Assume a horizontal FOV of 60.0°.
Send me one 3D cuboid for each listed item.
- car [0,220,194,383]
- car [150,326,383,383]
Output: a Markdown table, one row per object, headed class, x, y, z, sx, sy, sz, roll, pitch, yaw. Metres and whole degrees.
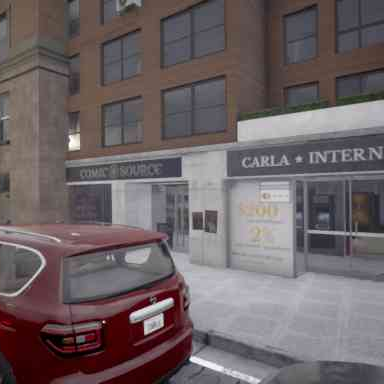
| class | x | y | z | sx | sy | sz | roll | pitch | yaw |
| --- | --- | --- | --- | --- | --- | --- | --- | --- | --- |
| car | -2.301 | 1.317 | 4.497 | 5.009 | 1.841 | 2.192 | 0 | -1 | 35 |
| car | 2.163 | 1.551 | 1.315 | 4.403 | 1.369 | 2.008 | 0 | -1 | 35 |
